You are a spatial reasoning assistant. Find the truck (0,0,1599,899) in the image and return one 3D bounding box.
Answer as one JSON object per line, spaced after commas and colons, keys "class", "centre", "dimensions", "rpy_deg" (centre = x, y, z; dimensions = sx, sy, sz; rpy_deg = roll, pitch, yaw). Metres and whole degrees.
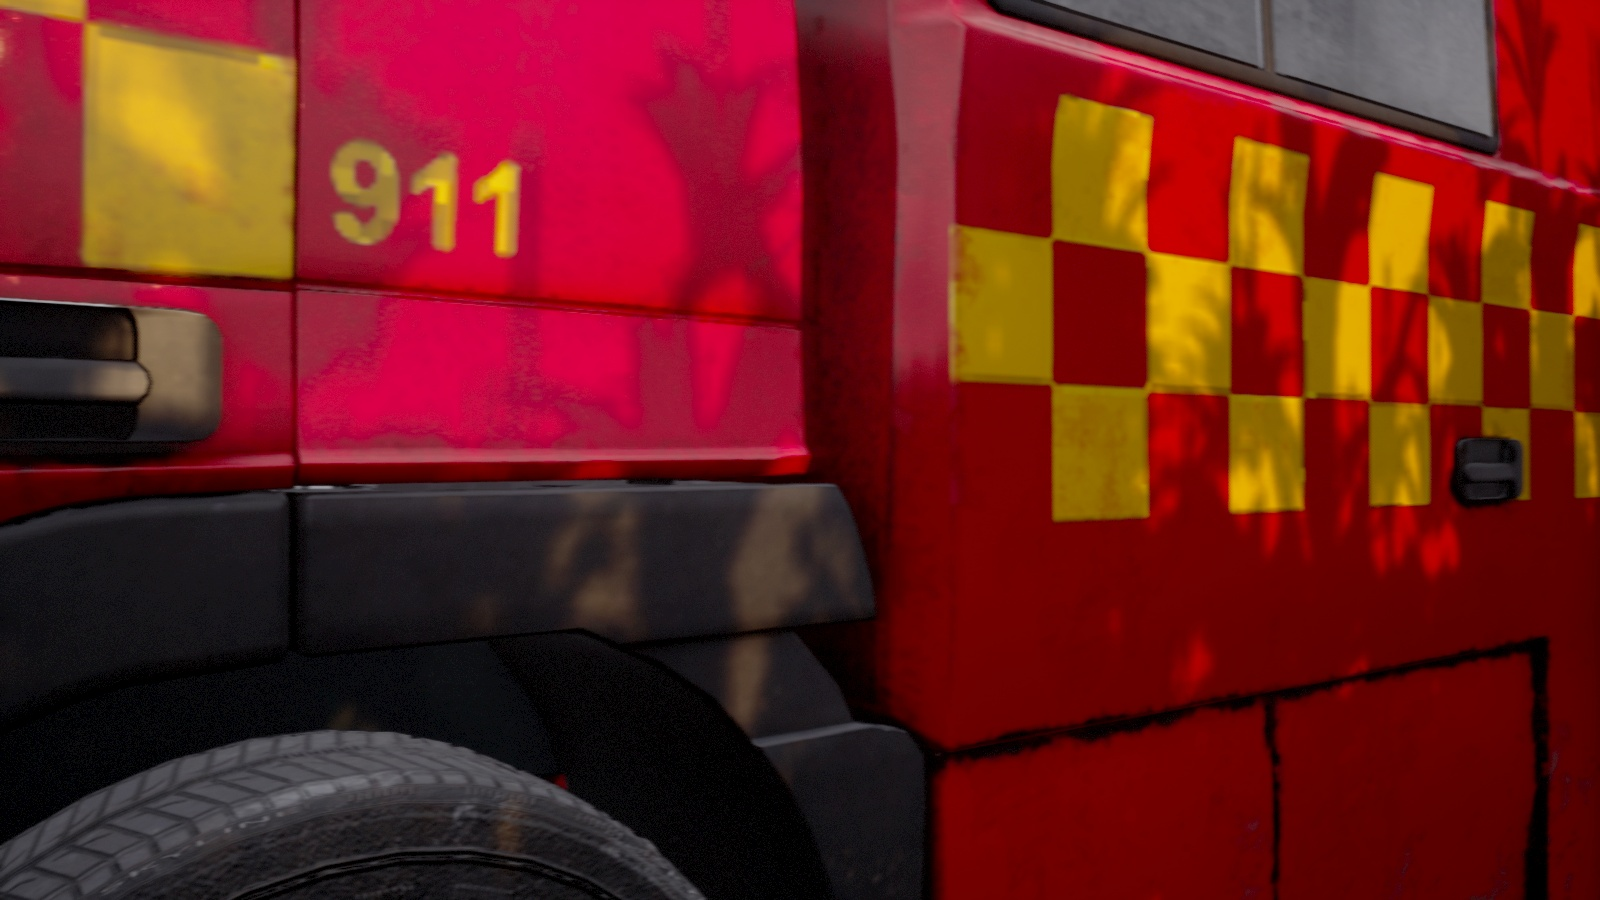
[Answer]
{"class": "truck", "centre": [0.489, -0.410, 3.697], "dimensions": [8.468, 3.827, 2.891], "rpy_deg": [0, 0, -36]}
